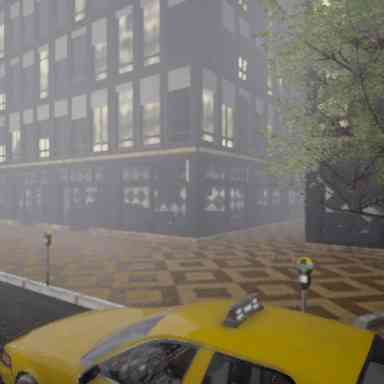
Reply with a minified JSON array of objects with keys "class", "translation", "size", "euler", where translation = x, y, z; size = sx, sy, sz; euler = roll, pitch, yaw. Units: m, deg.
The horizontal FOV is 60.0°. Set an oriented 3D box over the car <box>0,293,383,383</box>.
[{"class":"car","translation":[0.186,1.529,2.738],"size":[4.829,1.417,1.752],"euler":[0,0,35]}]
